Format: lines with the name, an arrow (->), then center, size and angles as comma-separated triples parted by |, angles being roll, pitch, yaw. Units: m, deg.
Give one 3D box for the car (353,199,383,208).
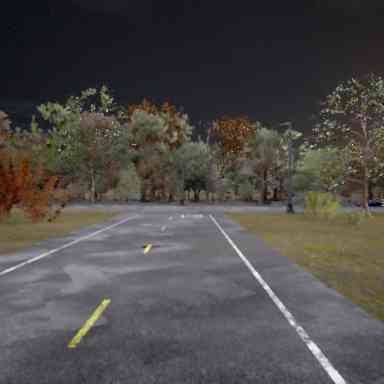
car -> 26.619, 1.737, 49.454 | 4.718, 1.301, 1.895 | 0, 0, 0
